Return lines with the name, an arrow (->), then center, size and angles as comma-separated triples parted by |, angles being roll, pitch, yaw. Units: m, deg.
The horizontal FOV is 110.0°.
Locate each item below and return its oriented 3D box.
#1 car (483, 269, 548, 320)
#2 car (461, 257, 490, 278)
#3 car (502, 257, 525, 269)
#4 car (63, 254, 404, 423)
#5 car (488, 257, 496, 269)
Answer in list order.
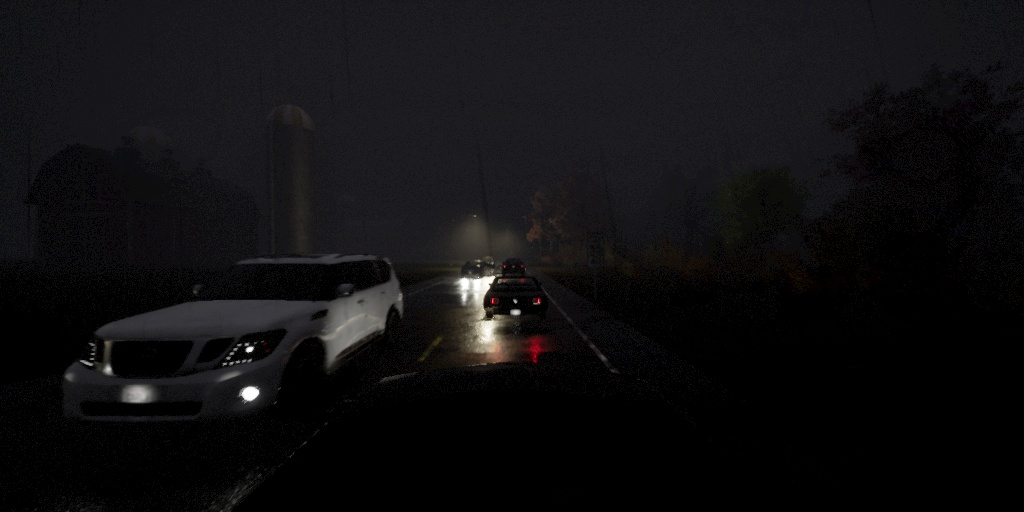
car -> 0.110, 1.313, 12.473 | 1.895, 1.301, 4.718 | 0, 0, 0
car -> -3.545, 1.145, 33.025 | 2.128, 1.511, 4.902 | 0, 0, 0
car -> 0.142, 0.982, 34.316 | 2.097, 1.767, 4.553 | 0, 0, 0
car -> -3.602, 0.976, 6.212 | 2.150, 2.045, 5.566 | 0, 0, 0
car -> -3.435, 0.947, 50.529 | 2.097, 1.767, 4.553 | 0, 0, 0
